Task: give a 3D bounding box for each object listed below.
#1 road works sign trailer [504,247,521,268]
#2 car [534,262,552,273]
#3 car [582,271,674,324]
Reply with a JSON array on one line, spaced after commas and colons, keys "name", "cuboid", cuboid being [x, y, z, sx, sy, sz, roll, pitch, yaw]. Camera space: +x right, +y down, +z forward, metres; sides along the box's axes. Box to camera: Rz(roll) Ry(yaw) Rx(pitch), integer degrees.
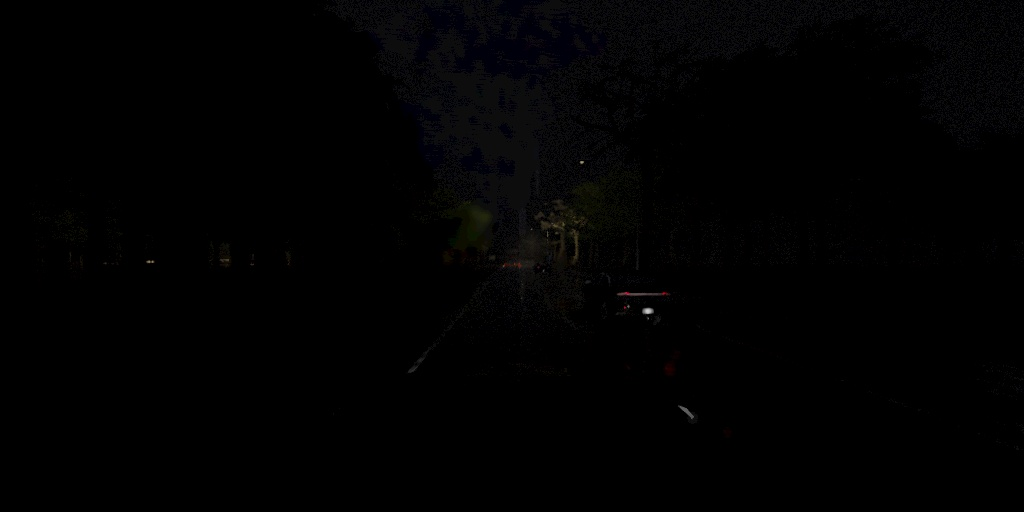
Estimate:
[{"name": "road works sign trailer", "cuboid": [0.001, 0.250, 60.391, 2.380, 3.560, 2.880, 0, 0, 0]}, {"name": "car", "cuboid": [3.603, 1.361, 42.417, 1.895, 1.301, 4.718, 0, 0, 0]}, {"name": "car", "cuboid": [3.599, 1.238, 11.908, 2.128, 1.511, 4.902, 0, 0, 0]}]
